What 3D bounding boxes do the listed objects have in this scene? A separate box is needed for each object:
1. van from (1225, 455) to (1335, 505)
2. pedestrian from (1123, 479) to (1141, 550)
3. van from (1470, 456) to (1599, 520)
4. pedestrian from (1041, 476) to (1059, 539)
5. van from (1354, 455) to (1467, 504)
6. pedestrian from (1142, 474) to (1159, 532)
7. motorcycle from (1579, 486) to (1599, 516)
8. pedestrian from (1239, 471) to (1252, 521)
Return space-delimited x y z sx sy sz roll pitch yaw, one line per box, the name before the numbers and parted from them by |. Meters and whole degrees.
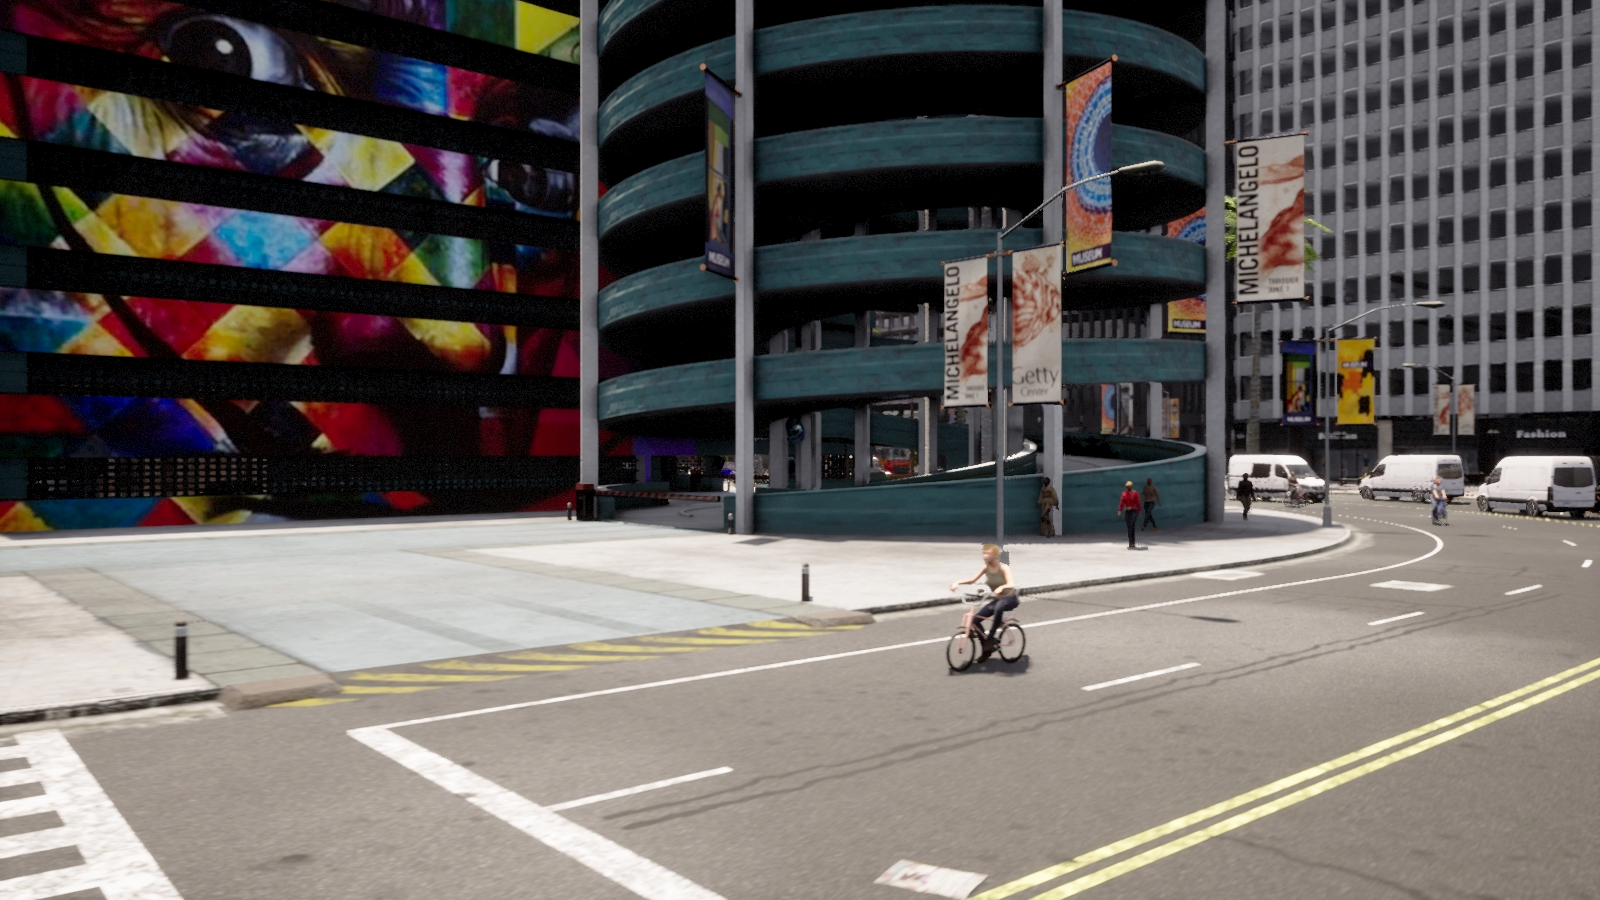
van | 26.046 1.556 62.245 1.988 2.561 5.915 1 0 -21
pedestrian | 8.868 1.708 30.509 0.375 1.860 0.375 0 0 34
van | 31.576 1.548 49.339 1.988 2.561 5.915 0 0 2
pedestrian | 7.487 1.711 34.257 0.375 1.860 0.375 0 0 -30
van | 33.239 1.554 62.467 1.988 2.561 5.915 0 0 -15
pedestrian | 11.364 1.711 37.039 0.375 1.860 0.375 0 0 45
motorcycle | 35.029 2.218 49.644 0.867 1.251 2.209 0 0 2
pedestrian | 16.623 1.712 42.663 0.375 1.860 0.375 0 0 7
